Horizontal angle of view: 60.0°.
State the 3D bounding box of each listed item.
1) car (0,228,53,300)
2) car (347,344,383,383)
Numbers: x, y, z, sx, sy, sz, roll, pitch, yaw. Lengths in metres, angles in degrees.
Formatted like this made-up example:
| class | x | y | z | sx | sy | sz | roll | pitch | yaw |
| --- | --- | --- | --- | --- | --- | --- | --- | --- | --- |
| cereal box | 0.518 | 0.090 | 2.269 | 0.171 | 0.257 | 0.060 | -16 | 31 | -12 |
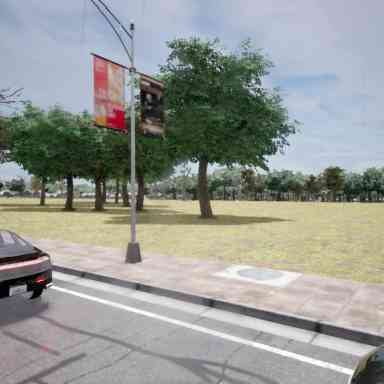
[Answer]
| class | x | y | z | sx | sy | sz | roll | pitch | yaw |
| --- | --- | --- | --- | --- | --- | --- | --- | --- | --- |
| car | -5.009 | 1.515 | 7.229 | 4.902 | 1.511 | 2.128 | 0 | 0 | 36 |
| car | 3.267 | 1.493 | 1.346 | 4.902 | 1.511 | 2.128 | 0 | 0 | 36 |
